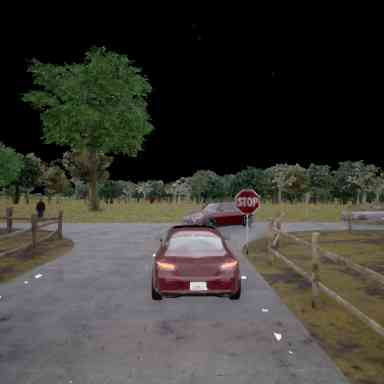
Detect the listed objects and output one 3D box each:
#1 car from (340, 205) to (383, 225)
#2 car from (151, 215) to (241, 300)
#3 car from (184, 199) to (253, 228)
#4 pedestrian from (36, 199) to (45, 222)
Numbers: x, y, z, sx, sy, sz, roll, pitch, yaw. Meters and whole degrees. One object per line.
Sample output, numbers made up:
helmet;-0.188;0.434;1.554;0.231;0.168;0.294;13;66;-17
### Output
car;13.172;1.605;23.686;4.718;1.301;1.895;0;-1;0
car;0.038;1.538;8.297;1.812;1.442;4.674;0;0;-2
car;1.544;1.365;20.459;4.553;1.767;2.097;-1;0;-34
pedestrian;-12.155;1.433;26.719;0.375;1.860;0.375;0;-1;0
